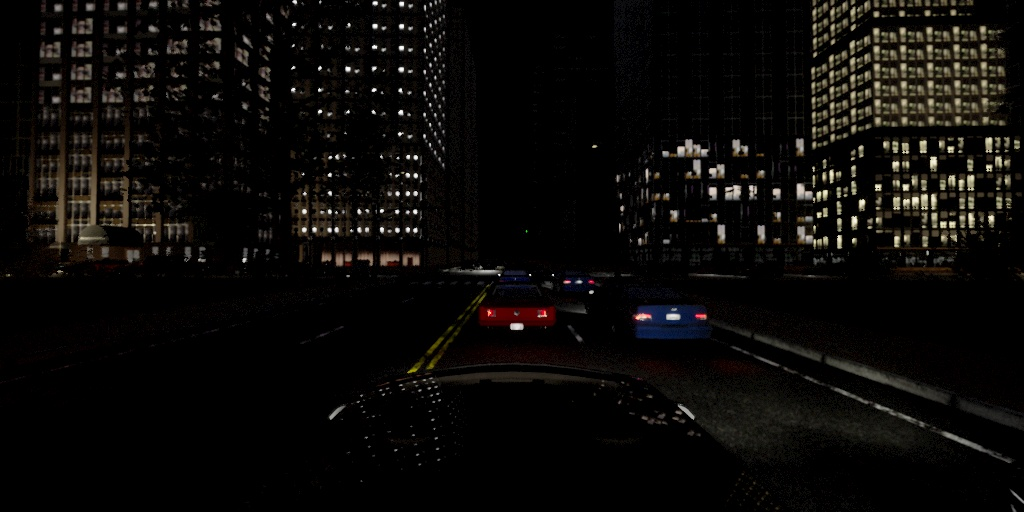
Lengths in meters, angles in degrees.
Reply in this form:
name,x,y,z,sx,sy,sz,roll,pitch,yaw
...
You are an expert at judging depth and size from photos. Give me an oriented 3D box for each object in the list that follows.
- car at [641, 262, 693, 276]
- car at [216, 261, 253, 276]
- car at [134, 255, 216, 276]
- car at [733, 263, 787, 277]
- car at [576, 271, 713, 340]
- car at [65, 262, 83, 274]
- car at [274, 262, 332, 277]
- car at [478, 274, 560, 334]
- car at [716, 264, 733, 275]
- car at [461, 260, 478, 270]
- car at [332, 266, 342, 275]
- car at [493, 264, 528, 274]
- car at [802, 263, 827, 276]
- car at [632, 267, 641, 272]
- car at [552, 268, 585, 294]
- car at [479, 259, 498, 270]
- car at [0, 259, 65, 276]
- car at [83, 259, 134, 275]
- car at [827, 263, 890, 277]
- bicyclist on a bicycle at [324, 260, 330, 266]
name,x,y,z,sx,sy,sz,roll,pitch,yaw
car,17.175,1.428,39.213,4.902,1.511,2.128,0,-1,2
car,-29.858,1.294,37.839,5.008,1.535,1.882,0,-1,2
car,-32.494,0.974,34.681,5.566,2.045,2.150,0,-1,2
car,27.139,1.473,38.896,4.674,1.442,1.812,0,-1,2
car,3.377,1.330,10.006,2.033,1.411,5.357,0,0,0
car,-49.057,1.355,41.877,4.892,1.490,1.837,0,-1,3
car,-20.200,1.297,34.259,4.674,1.442,1.812,0,-1,2
car,0.130,1.385,10.684,1.895,1.301,4.718,0,0,0
car,26.366,1.569,42.178,4.181,1.385,1.994,0,-1,2
car,-6.917,1.436,56.577,1.837,1.490,4.892,0,0,-1
car,-19.847,1.394,37.497,4.181,1.385,1.994,0,-1,2
car,0.168,1.369,20.652,2.033,1.411,5.357,0,0,0
car,36.640,1.542,41.859,4.674,1.442,1.812,0,-1,2
car,16.997,1.542,42.469,5.357,1.411,2.033,0,-1,2
car,3.418,1.369,20.601,2.033,1.411,5.357,0,0,0
car,-3.683,1.426,57.431,2.128,1.511,4.902,0,0,-2
car,-48.095,1.281,35.243,5.357,1.411,2.033,0,-1,2
car,-42.025,1.151,38.268,4.553,1.767,2.097,0,-1,2
car,37.579,1.436,38.579,5.008,1.535,1.882,0,-1,2
bicyclist on a bicycle,-24.983,1.319,48.539,0.582,1.620,1.656,0,-1,2
